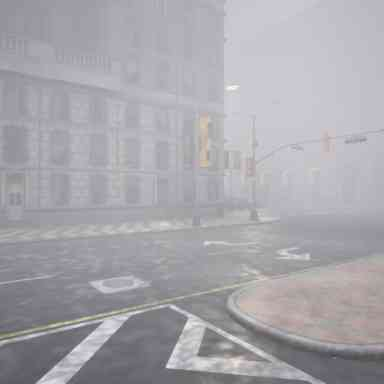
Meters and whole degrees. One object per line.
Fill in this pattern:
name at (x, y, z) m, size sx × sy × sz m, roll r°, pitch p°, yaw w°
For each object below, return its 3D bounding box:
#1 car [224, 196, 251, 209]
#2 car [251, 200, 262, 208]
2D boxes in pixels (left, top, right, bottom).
car at (5.030, 1.352, 43.812) m, size 2.097 × 1.767 × 4.553 m, roll 0°, pitch 0°, yaw -35°
car at (7.284, 1.547, 46.668) m, size 2.033 × 1.411 × 5.357 m, roll 0°, pitch 0°, yaw -36°
